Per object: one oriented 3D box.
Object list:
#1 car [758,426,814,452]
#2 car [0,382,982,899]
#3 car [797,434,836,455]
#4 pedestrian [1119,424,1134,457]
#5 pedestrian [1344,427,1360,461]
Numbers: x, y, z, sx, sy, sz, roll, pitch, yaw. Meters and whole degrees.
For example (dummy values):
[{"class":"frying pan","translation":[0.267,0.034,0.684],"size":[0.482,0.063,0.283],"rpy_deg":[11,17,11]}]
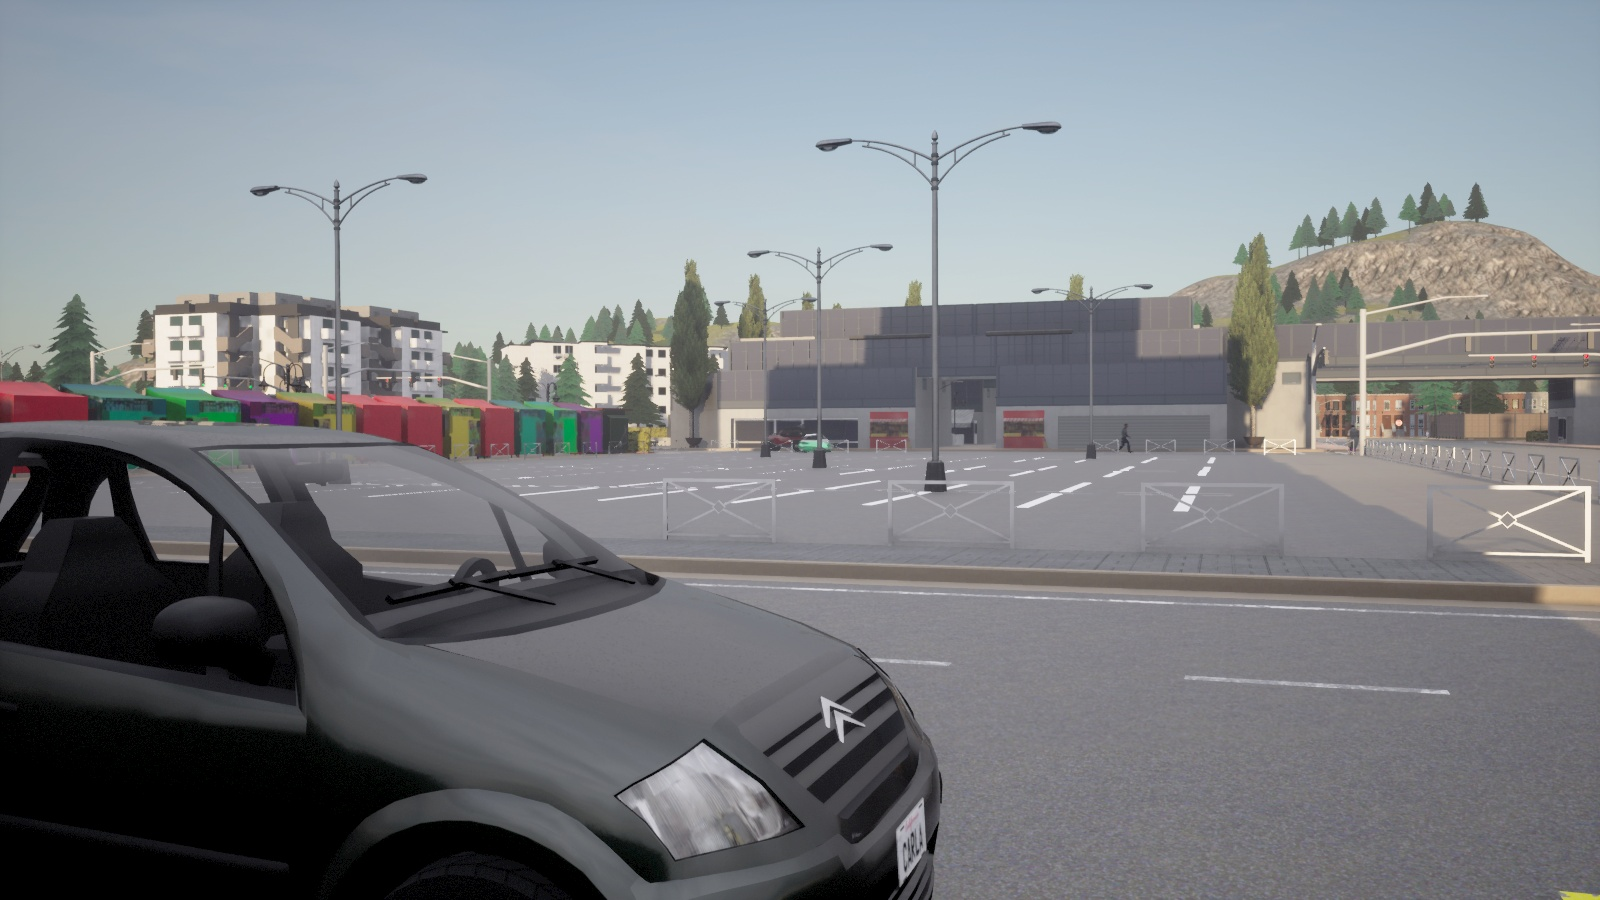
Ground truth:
[{"class":"car","translation":[-1.047,-0.852,95.297],"size":[3.866,1.878,1.905],"rpy_deg":[1,1,20]},{"class":"car","translation":[-1.613,0.659,3.733],"size":[3.988,1.617,1.851],"rpy_deg":[1,1,19]},{"class":"car","translation":[1.121,-0.392,83.288],"size":[2.207,1.376,1.481],"rpy_deg":[0,1,20]},{"class":"pedestrian","translation":[18.853,-0.550,72.543],"size":[0.788,1.949,0.423],"rpy_deg":[1,1,21]},{"class":"pedestrian","translation":[31.244,-0.346,71.051],"size":[0.659,1.952,0.873],"rpy_deg":[0,1,13]}]
